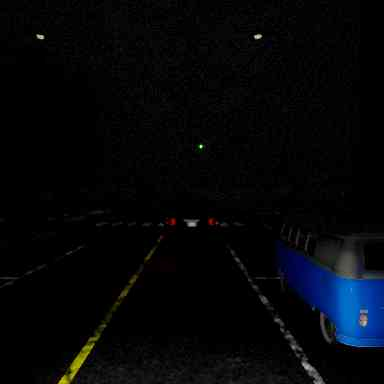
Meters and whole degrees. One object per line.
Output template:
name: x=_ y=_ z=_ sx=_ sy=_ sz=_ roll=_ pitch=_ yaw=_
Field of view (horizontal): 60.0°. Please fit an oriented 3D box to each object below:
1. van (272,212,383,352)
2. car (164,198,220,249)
van: x=2.676 y=1.338 z=6.016 sx=1.690 sy=1.788 sz=3.998 roll=-1 pitch=0 yaw=0
car: x=0.000 y=1.251 z=14.680 sx=2.150 sy=2.045 sz=5.566 roll=0 pitch=0 yaw=0
